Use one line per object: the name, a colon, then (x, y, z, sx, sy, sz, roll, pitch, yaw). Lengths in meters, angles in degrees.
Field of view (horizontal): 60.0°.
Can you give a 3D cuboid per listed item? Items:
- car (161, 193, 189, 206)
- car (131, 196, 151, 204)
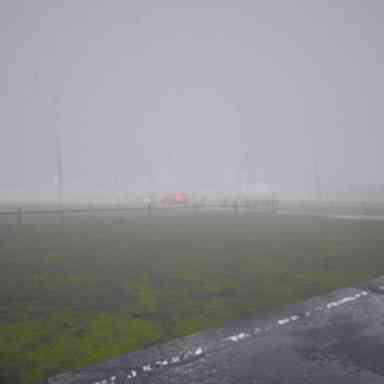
car: (-2.898, 1.183, 55.467, 2.150, 2.045, 5.566, 1, -1, -40)
car: (-9.817, 1.430, 63.549, 1.882, 1.535, 5.008, 1, -1, -41)
